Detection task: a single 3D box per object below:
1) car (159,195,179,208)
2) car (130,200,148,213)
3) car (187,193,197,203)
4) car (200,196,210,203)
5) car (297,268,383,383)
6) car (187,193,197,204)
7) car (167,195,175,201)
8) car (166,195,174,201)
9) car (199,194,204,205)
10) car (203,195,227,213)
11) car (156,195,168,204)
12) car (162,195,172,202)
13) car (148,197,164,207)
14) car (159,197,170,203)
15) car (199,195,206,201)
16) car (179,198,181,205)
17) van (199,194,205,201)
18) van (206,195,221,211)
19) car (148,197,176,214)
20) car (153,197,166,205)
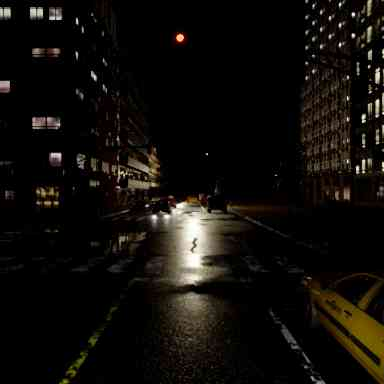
[{"bbox_3d":[-3.102,1.546,45.711,1.812,1.442,4.674,0,0,0],"label":"car"},{"bbox_3d":[-5.694,1.562,36.348,2.008,1.369,4.403,0,0,0],"label":"car"},{"bbox_3d":[0.000,1.291,75.839,2.150,2.045,5.566,0,0,0],"label":"car"},{"bbox_3d":[2.684,1.600,69.509,1.887,1.381,4.507,0,0,0],"label":"car"},{"bbox_3d":[2.687,1.525,4.106,1.752,1.417,4.829,0,0,0],"label":"car"},{"bbox_3d":[0.098,1.527,65.363,1.882,1.535,5.008,0,0,0],"label":"car"},{"bbox_3d":[-5.697,1.642,91.614,1.887,1.381,4.507,0,0,0],"label":"car"},{"bbox_3d":[-5.697,1.611,85.918,1.752,1.417,4.829,0,0,0],"label":"car"},{"bbox_3d":[2.683,1.353,58.455,2.192,1.841,5.009,0,0,0],"label":"car"},{"bbox_3d":[2.684,1.326,36.349,2.192,1.841,5.009,0,0,0],"label":"car"},{"bbox_3d":[-5.697,1.487,63.982,1.967,1.590,4.097,0,0,0],"label":"car"},{"bbox_3d":[-5.697,1.505,75.035,1.967,1.590,4.097,0,0,0],"label":"car"},{"bbox_3d":[-5.695,1.580,52.928,2.008,1.369,4.403,0,0,0],"label":"car"},{"bbox_3d":[-5.696,1.638,69.509,1.802,1.307,4.206,0,0,0],"label":"car"},{"bbox_3d":[2.684,1.612,86.258,1.752,1.417,4.829,0,0,0],"label":"car"},{"bbox_3d":[-3.068,1.644,61.786,1.895,1.301,4.718,0,0,0],"label":"car"},{"bbox_3d":[2.682,1.439,91.614,1.690,1.788,3.998,0,0,0],"label":"van"},{"bbox_3d":[2.684,1.357,41.875,1.690,1.788,3.998,0,0,0],"label":"van"},{"bbox_3d":[-3.102,1.558,35.441,2.033,1.411,5.357,0,0,0],"label":"car"},{"bbox_3d":[-5.696,1.582,58.454,1.887,1.381,4.507,0,0,0],"label":"car"}]
